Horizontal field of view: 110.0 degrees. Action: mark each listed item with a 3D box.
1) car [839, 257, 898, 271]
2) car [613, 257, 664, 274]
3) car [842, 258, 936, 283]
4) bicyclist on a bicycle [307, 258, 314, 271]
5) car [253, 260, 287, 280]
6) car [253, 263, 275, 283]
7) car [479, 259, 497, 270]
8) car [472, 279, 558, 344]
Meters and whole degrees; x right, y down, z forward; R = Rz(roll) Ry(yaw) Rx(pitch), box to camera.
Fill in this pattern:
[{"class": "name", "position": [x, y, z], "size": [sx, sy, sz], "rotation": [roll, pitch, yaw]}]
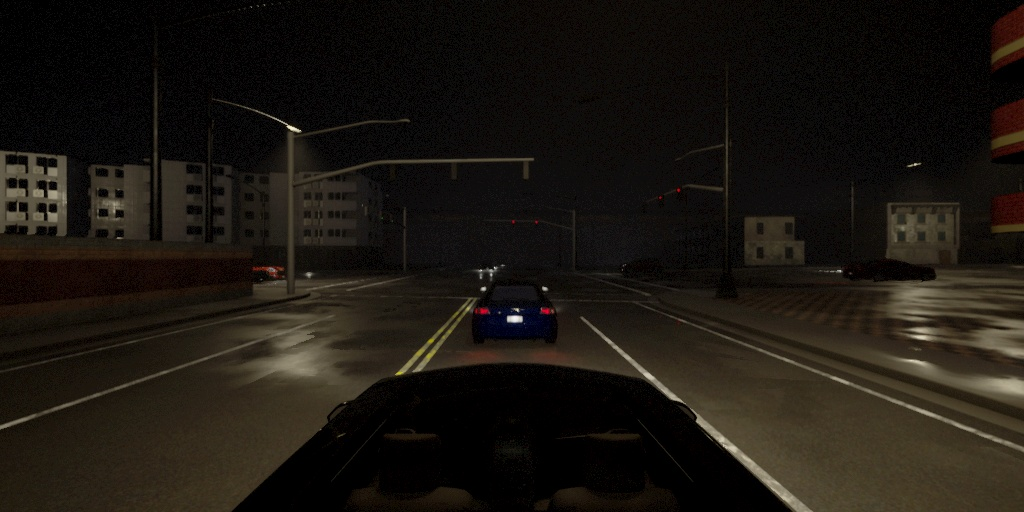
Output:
[{"class": "car", "position": [37.719, 0.857, 37.999], "size": [4.181, 1.385, 1.994], "rotation": [-1, 0, 1]}, {"class": "car", "position": [13.699, 1.017, 38.411], "size": [4.553, 1.767, 2.097], "rotation": [-1, 0, 1]}, {"class": "car", "position": [25.204, 0.981, 24.029], "size": [5.008, 1.535, 1.882], "rotation": [-1, 0, 1]}, {"class": "bicyclist on a bicycle", "position": [-25.557, 1.052, 45.515], "size": [0.582, 1.620, 1.656], "rotation": [0, 0, 0]}, {"class": "car", "position": [-20.660, 1.103, 28.872], "size": [4.553, 1.767, 2.097], "rotation": [0, 0, 0]}, {"class": "car", "position": [-19.959, 1.351, 25.423], "size": [4.718, 1.301, 1.895], "rotation": [0, 0, 1]}, {"class": "car", "position": [-3.741, 1.257, 53.999], "size": [1.837, 1.490, 4.892], "rotation": [0, 0, 0]}, {"class": "car", "position": [0.064, 1.314, 9.645], "size": [1.994, 1.385, 4.181], "rotation": [0, 0, 0]}]
